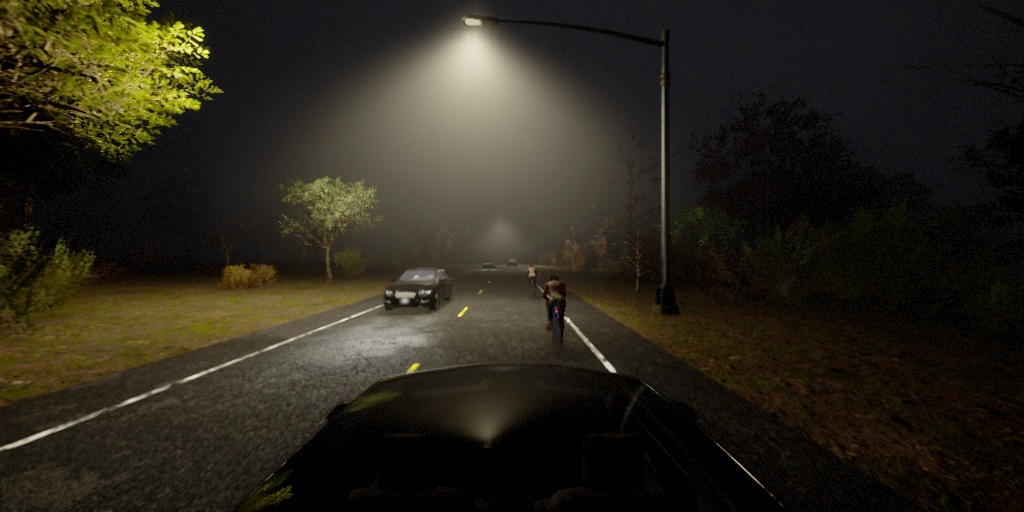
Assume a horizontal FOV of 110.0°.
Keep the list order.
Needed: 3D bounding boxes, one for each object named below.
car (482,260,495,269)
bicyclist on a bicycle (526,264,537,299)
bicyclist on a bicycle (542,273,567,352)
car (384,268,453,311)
[{"bbox_3d":[-3.582,1.333,56.020,2.033,1.411,5.357,0,0,0],"label":"car"},{"bbox_3d":[0.961,1.204,17.221,0.582,1.620,1.656,0,0,0],"label":"bicyclist on a bicycle"},{"bbox_3d":[0.962,1.202,7.967,0.582,1.620,1.656,0,0,0],"label":"bicyclist on a bicycle"},{"bbox_3d":[-3.600,1.242,14.475,2.128,1.511,4.902,0,0,0],"label":"car"}]
